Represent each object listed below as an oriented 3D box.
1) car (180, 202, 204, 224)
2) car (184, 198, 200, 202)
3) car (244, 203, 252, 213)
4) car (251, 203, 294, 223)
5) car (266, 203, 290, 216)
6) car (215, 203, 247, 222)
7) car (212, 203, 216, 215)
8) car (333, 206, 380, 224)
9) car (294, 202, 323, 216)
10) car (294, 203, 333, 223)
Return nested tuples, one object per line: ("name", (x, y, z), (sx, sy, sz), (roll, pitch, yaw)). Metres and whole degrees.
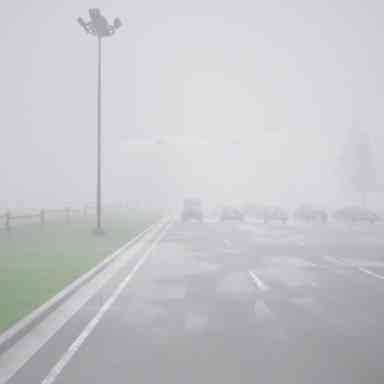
("car", (-0.003, 1.891, 28.848), (1.837, 1.490, 4.892), (0, -1, 0))
("car", (-0.001, 1.757, 39.935), (2.150, 2.045, 5.566), (0, 0, 0))
("car", (7.008, 2.043, 41.177), (2.128, 1.511, 4.902), (0, -1, 0))
("car", (7.003, 1.942, 29.484), (2.033, 1.411, 5.357), (0, -1, 0))
("car", (10.506, 2.074, 41.052), (1.812, 1.442, 4.674), (0, -1, 0))
("car", (3.508, 1.972, 30.528), (1.994, 1.385, 4.181), (0, -1, 0))
("car", (3.511, 2.083, 41.733), (1.812, 1.442, 4.674), (0, -1, 0))
("car", (13.996, 1.933, 28.751), (2.033, 1.411, 5.357), (0, -1, 0))
("car", (14.002, 2.047, 40.405), (1.837, 1.490, 4.892), (0, 0, 0))
("car", (10.502, 1.923, 29.623), (1.812, 1.442, 4.674), (0, -1, 0))
